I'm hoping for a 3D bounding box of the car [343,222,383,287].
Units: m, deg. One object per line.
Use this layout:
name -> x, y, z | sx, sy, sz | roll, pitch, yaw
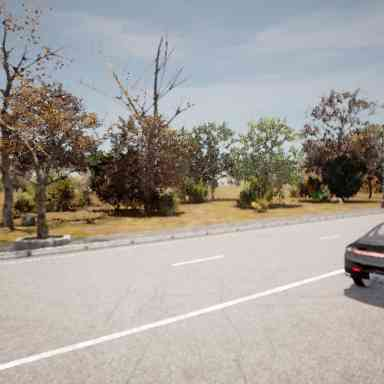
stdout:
car -> 5.444, 1.338, 7.634 | 4.902, 1.511, 2.128 | -2, 1, -36
